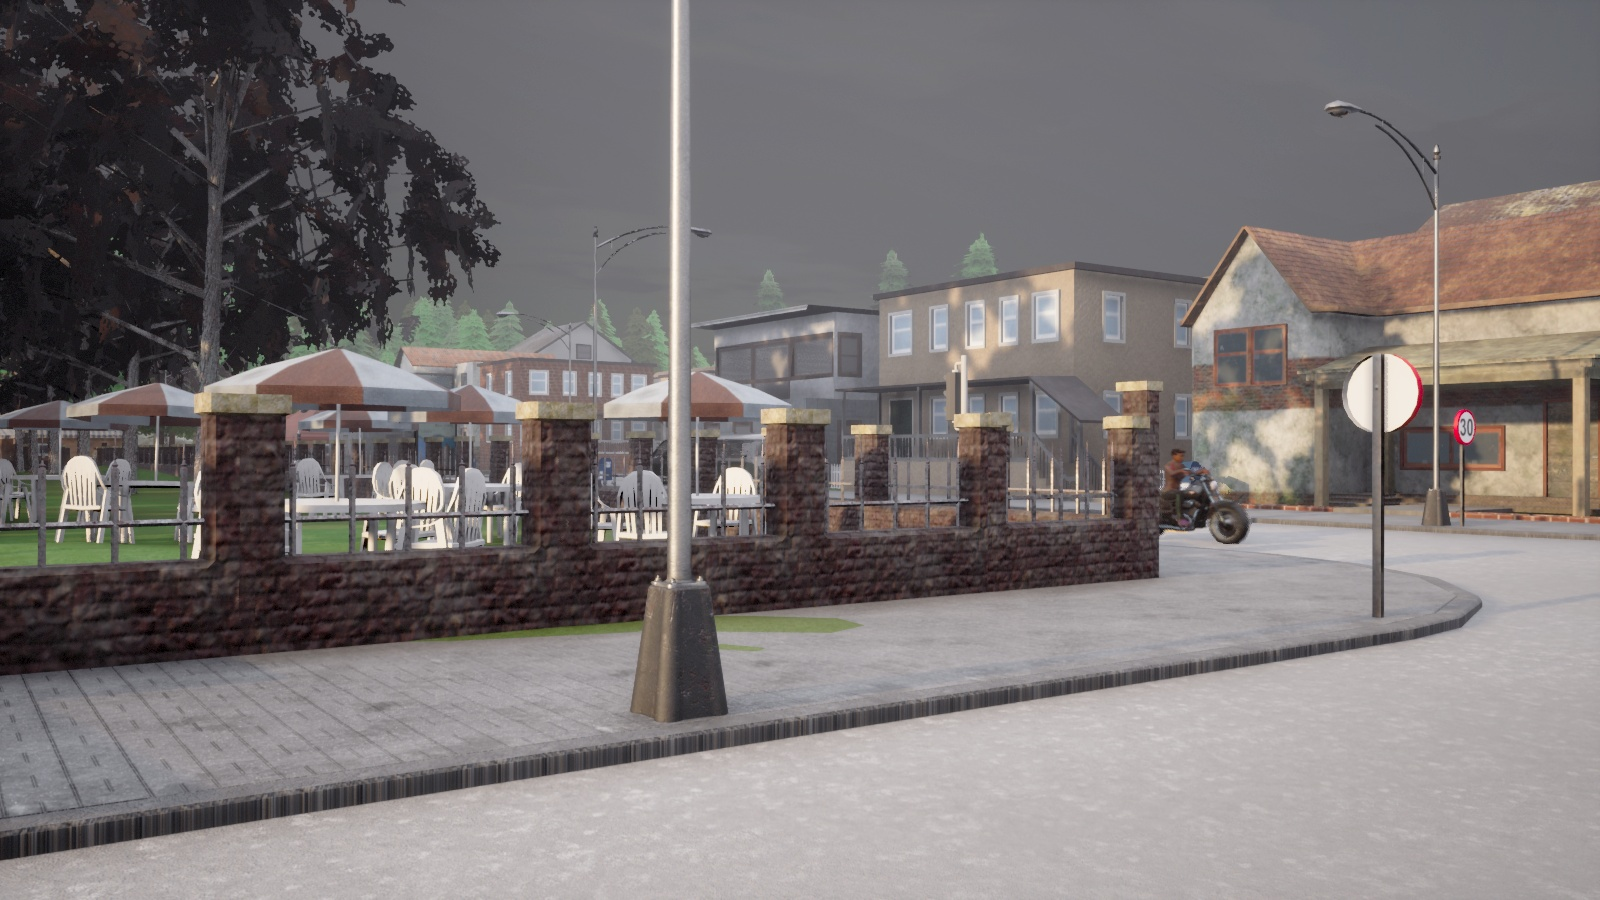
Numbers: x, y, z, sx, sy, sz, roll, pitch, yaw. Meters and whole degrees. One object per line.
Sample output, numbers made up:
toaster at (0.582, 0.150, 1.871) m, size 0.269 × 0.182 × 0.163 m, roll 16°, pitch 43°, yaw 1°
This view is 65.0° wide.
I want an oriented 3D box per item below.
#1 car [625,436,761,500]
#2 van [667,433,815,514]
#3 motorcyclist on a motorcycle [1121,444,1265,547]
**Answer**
car at (-3.768, 0.577, 43.111) m, size 2.150 × 2.045 × 5.566 m, roll 0°, pitch 0°, yaw -35°
van at (-1.634, 0.583, 33.083) m, size 1.775 × 1.987 × 4.442 m, roll 0°, pitch 0°, yaw -35°
motorcyclist on a motorcycle at (6.618, 0.733, 21.288) m, size 0.766 × 1.649 × 2.350 m, roll 0°, pitch 0°, yaw -35°
